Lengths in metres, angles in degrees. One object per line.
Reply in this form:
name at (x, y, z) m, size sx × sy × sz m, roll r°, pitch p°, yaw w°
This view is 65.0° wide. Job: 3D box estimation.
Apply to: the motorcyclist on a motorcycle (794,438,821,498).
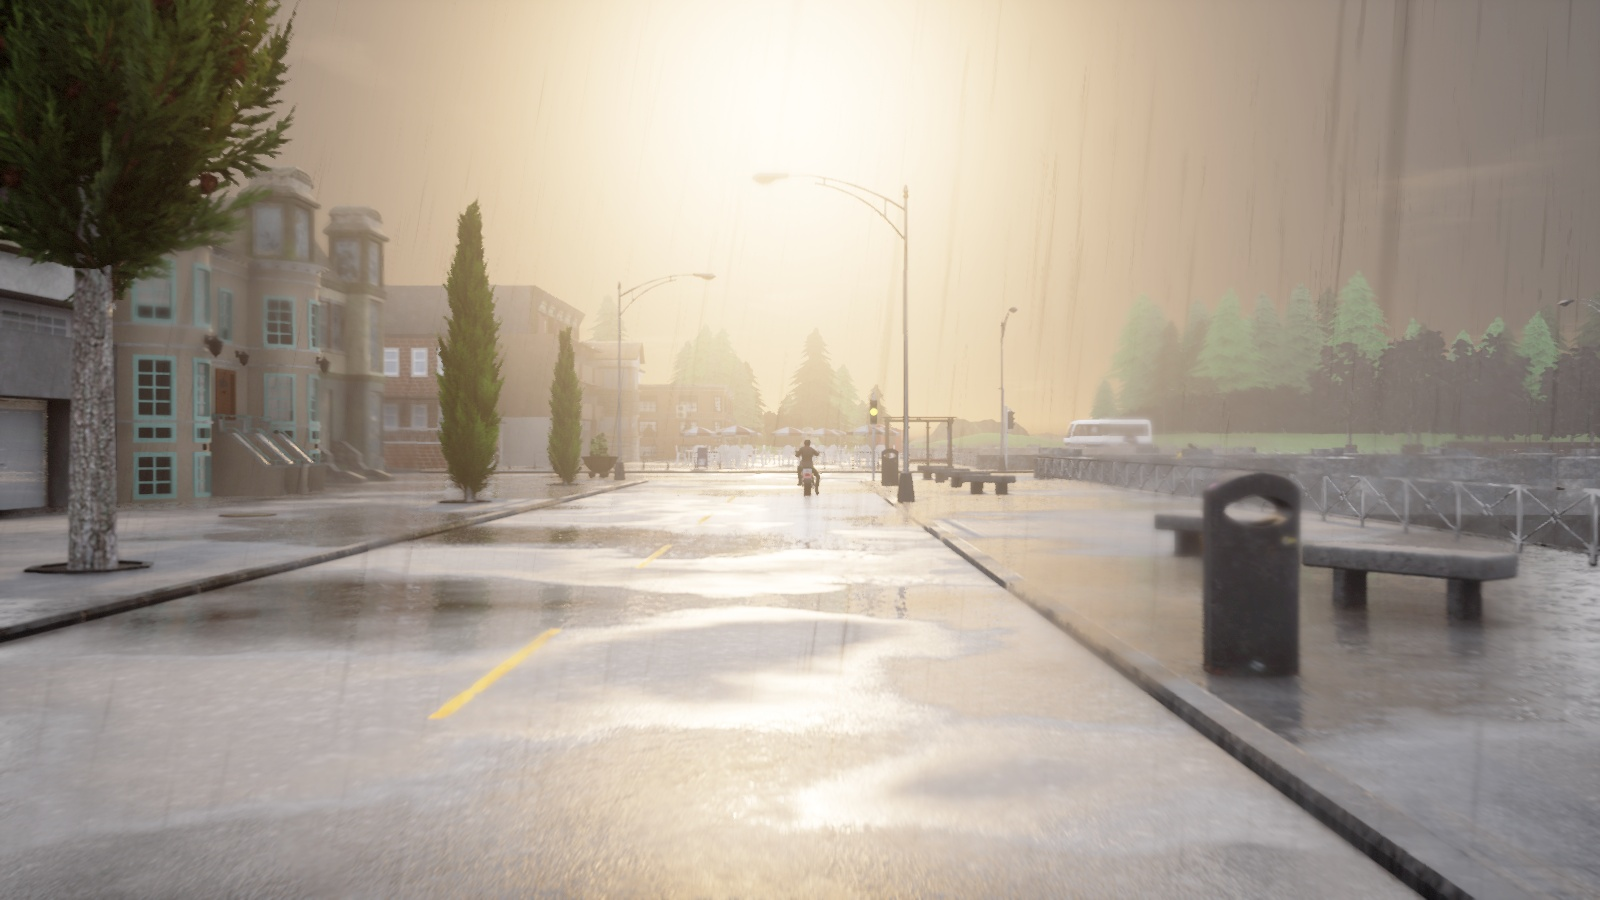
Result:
motorcyclist on a motorcycle at (0.215, 0.493, 36.169) m, size 0.766 × 1.649 × 2.350 m, roll 0°, pitch 0°, yaw 0°
